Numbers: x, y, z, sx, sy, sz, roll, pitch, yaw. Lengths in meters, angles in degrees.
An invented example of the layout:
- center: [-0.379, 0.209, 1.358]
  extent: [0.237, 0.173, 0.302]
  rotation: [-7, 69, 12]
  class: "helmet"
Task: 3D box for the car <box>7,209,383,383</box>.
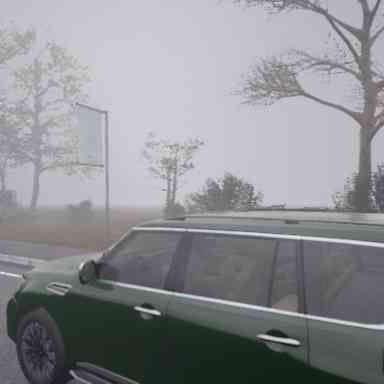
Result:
- center: [0.295, 1.213, 3.623]
  extent: [5.566, 2.045, 2.150]
  rotation: [0, 0, 34]
  class: "car"
